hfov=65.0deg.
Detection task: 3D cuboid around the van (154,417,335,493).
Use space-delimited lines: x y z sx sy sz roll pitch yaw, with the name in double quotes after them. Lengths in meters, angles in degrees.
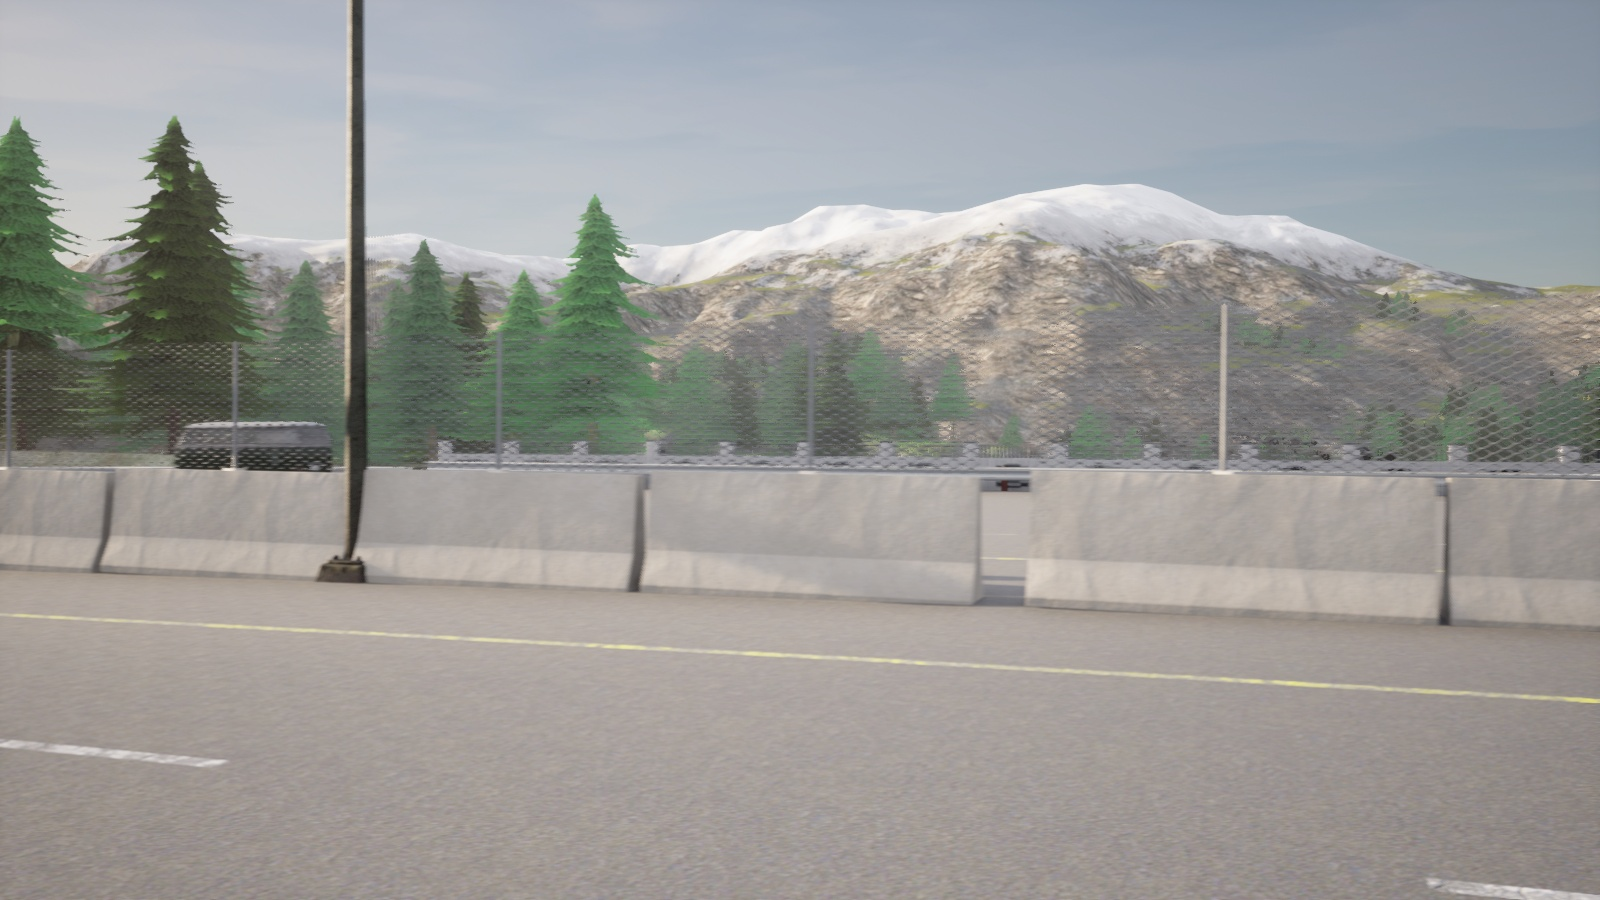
-15.086 0.108 34.115 4.442 1.987 1.775 0 1 19 "van"
